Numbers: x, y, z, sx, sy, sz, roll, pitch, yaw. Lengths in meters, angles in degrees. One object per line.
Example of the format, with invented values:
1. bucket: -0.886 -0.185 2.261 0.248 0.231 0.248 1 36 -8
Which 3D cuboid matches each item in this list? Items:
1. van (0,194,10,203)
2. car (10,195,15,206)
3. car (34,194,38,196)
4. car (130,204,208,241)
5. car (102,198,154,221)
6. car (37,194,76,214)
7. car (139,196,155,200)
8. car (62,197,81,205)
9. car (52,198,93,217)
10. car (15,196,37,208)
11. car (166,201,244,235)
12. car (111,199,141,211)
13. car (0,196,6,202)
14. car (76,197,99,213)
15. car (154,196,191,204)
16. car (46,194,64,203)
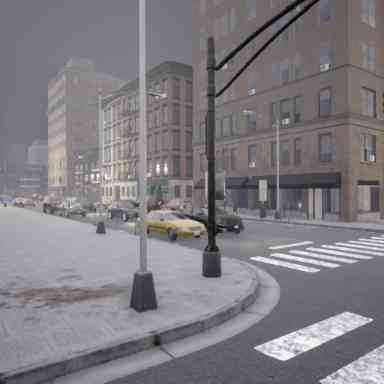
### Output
1. van: -37.777 1.349 67.721 1.690 1.788 3.998 0 0 -36
2. car: -27.723 1.535 53.820 1.752 1.417 4.829 0 0 -36
3. car: -34.590 1.533 77.012 1.947 1.339 4.313 0 0 -36
4. car: -1.182 1.542 17.115 1.752 1.417 4.829 0 0 -36
5. car: -5.312 1.507 27.160 1.837 1.490 4.892 0 0 -36
6. car: -14.553 1.328 35.605 2.192 1.841 5.009 0 0 -36
7. car: -4.732 1.289 35.719 2.192 1.841 5.009 0 0 -36
8. car: -21.320 1.520 58.660 2.008 1.369 4.403 0 0 -36
9. car: -11.235 1.565 31.018 2.008 1.369 4.403 0 0 -36
10. car: -24.505 1.592 49.370 1.802 1.307 4.206 0 0 -36
11. car: 0.775 1.482 18.743 1.882 1.535 5.008 0 0 -36
12. car: -8.049 1.539 40.308 1.947 1.339 4.313 0 0 -36
13. car: -44.411 1.558 76.898 2.008 1.369 4.403 0 0 -36
14. car: -12.094 1.352 36.564 2.097 1.767 4.553 0 0 -36
15. car: -1.414 1.415 31.131 1.967 1.590 4.097 0 0 -36
16. car: -27.956 1.283 67.835 2.192 1.841 5.009 0 0 -36
